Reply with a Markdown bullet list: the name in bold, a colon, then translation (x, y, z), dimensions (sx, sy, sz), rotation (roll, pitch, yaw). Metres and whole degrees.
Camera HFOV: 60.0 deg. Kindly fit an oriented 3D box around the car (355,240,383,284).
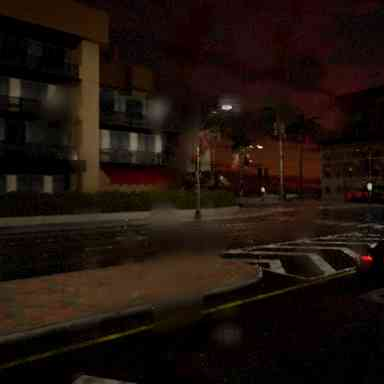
- **car**: translation (6.201, 1.507, 8.218), dimensions (5.357, 1.411, 2.033), rotation (0, 0, -35)
